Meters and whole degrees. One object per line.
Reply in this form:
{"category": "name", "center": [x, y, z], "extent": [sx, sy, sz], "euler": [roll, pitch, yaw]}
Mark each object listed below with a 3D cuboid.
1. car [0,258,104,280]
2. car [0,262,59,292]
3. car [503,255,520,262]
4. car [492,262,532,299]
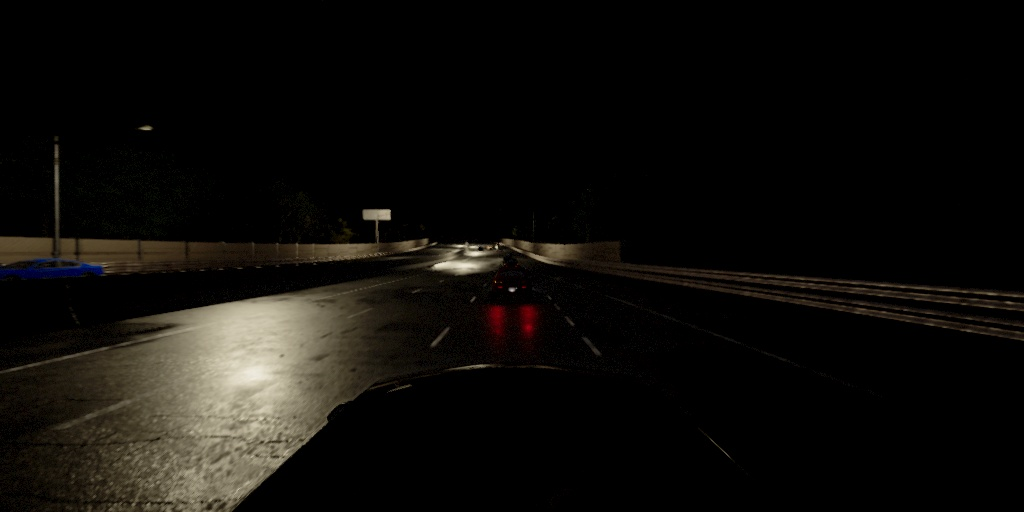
{"category": "car", "center": [-24.501, 0.888, 18.539], "extent": [1.882, 1.535, 5.008], "euler": [0, 0, 0]}
{"category": "car", "center": [-27.642, 1.132, 18.548], "extent": [2.128, 1.511, 4.902], "euler": [0, 0, 2]}
{"category": "car", "center": [-0.095, 0.970, 41.303], "extent": [1.812, 1.442, 4.674], "euler": [0, 1, -1]}
{"category": "car", "center": [-0.001, 1.223, 17.501], "extent": [1.812, 1.442, 4.674], "euler": [0, 0, 0]}
